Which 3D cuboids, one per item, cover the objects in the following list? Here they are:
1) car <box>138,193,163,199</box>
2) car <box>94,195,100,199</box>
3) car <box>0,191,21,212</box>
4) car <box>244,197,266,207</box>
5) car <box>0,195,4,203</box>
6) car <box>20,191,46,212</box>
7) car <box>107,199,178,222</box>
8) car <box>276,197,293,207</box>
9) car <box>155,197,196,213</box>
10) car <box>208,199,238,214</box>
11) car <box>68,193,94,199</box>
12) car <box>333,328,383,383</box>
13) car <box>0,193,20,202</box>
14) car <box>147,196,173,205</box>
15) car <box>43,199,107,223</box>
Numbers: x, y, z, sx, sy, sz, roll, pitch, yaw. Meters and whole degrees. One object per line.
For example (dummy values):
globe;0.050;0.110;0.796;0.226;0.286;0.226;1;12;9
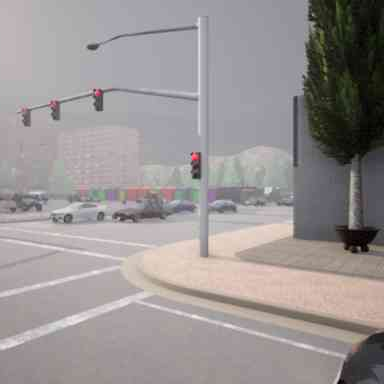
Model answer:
car;-6.965;1.133;52.549;3.866;1.878;1.905;0;0;35
car;-19.569;1.329;64.964;3.905;1.438;1.784;0;0;35
car;-19.963;1.130;34.162;4.605;1.855;1.932;0;0;35
car;9.469;1.478;49.862;2.128;1.511;4.902;0;0;37
car;-38.304;1.320;64.563;3.905;1.438;1.784;0;0;35
car;-18.250;1.133;36.495;3.866;1.878;1.905;0;0;35
car;-3.750;1.536;26.310;2.033;1.411;5.357;0;0;36
car;14.706;1.536;50.972;2.033;1.411;5.357;0;0;37
car;-1.435;1.512;35.293;1.812;1.442;4.674;0;0;37
car;3.225;1.514;35.692;1.812;1.442;4.674;0;0;37
car;-21.291;1.119;62.635;4.605;1.855;1.932;0;0;35
car;3.320;1.493;1.598;4.902;1.511;2.128;0;0;36
car;-36.797;1.109;66.784;4.605;1.855;1.932;0;0;35
car;-5.287;1.372;54.908;3.806;1.475;1.970;0;0;35
car;-8.589;1.512;25.573;1.812;1.442;4.674;0;0;38
